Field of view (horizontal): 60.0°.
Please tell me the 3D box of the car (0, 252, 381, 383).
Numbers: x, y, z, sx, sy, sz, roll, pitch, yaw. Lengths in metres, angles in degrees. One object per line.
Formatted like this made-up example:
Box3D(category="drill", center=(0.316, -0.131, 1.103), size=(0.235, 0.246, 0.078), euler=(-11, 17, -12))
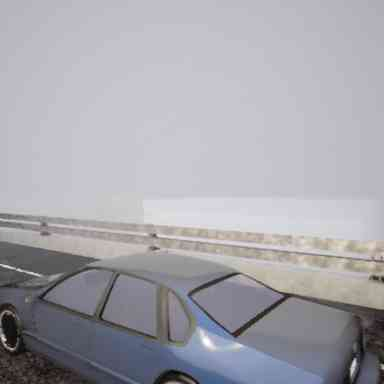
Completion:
Box3D(category="car", center=(-0.655, 1.549, 4.339), size=(5.357, 1.411, 2.033), euler=(0, 0, 36))
